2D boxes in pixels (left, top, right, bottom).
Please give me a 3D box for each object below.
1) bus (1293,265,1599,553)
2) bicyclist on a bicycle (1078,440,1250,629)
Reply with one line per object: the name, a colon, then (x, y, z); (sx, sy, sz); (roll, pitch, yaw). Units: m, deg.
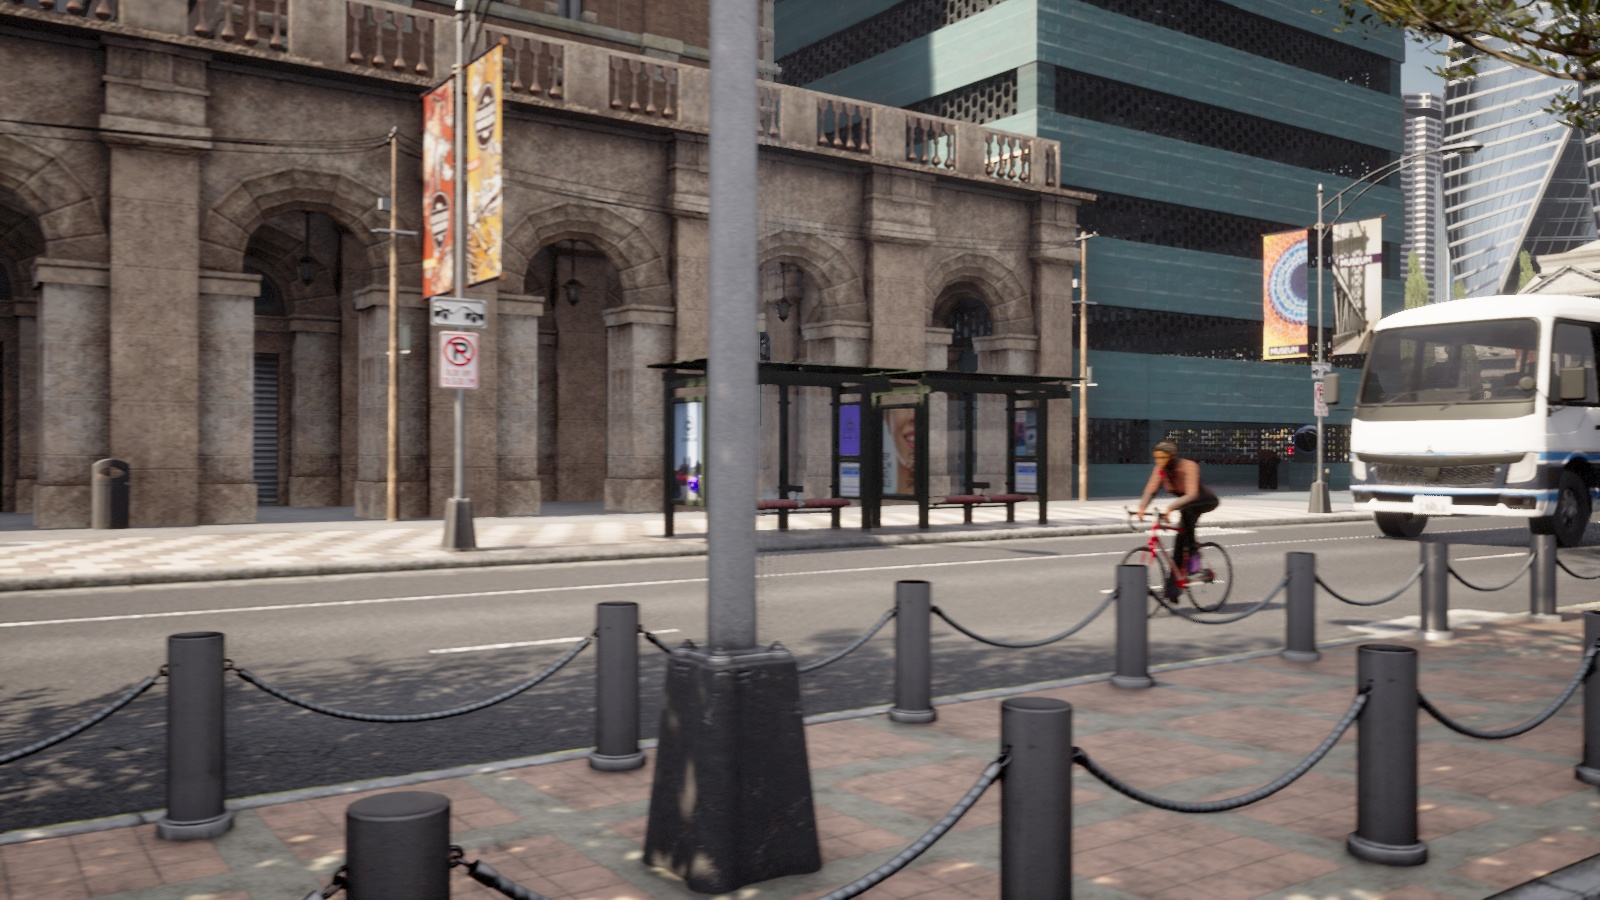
bus: (13.884, -0.604, 23.074); (10.273, 4.253, 3.944); (0, 0, -35)
bicyclist on a bicycle: (3.337, 0.719, 11.464); (1.656, 1.620, 0.582); (0, 0, -35)
